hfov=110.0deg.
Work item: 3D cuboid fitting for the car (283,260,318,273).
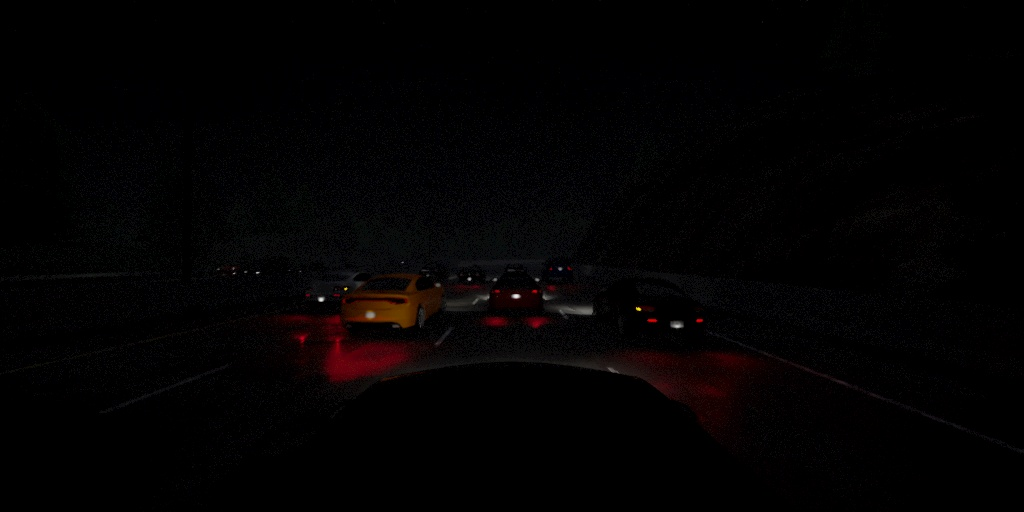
[{"bbox_3d":[-20.881,1.410,36.917,1.837,1.490,4.892,0,-1,0],"label":"car"}]

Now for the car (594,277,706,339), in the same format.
[{"bbox_3d":[3.622,1.321,10.114,1.812,1.442,4.674,0,0,1],"label":"car"}]

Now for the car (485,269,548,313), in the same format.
[{"bbox_3d":[0.161,1.378,14.441,1.994,1.385,4.181,0,0,0],"label":"car"}]

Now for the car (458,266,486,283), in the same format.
[{"bbox_3d":[-3.242,1.487,29.756,1.895,1.301,4.718,0,0,0],"label":"car"}]

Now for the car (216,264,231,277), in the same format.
[{"bbox_3d":[-27.879,1.246,36.928,2.097,1.767,4.553,0,0,0],"label":"car"}]

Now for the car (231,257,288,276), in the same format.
[{"bbox_3d":[-24.393,1.113,35.620,2.150,2.045,5.566,0,0,0],"label":"car"}]

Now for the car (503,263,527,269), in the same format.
[{"bbox_3d":[0.269,1.390,31.338,2.128,1.511,4.902,0,0,0],"label":"car"}]

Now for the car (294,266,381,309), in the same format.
[{"bbox_3d":[-6.833,1.336,15.186,1.812,1.442,4.674,0,0,0],"label":"car"}]

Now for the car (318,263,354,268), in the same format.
[{"bbox_3d":[-17.386,1.431,36.541,1.812,1.442,4.674,0,0,0],"label":"car"}]

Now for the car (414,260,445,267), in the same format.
[{"bbox_3d":[-6.731,1.382,31.384,2.128,1.511,4.902,0,0,0],"label":"car"}]

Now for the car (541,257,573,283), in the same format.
[{"bbox_3d":[3.765,1.119,30.425,2.150,2.045,5.566,0,0,0],"label":"car"}]

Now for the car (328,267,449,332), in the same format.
[{"bbox_3d":[-3.369,1.271,11.070,1.882,1.535,5.008,0,0,1],"label":"car"}]
